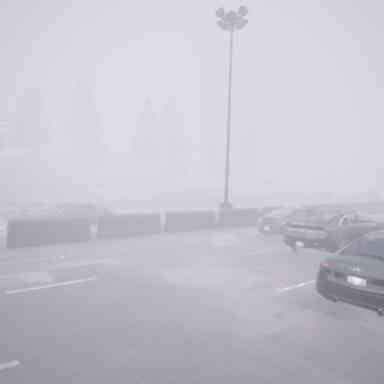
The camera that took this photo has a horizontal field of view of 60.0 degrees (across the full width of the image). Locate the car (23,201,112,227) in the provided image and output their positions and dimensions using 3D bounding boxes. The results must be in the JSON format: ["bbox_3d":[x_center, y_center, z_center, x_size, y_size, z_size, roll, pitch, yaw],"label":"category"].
[{"bbox_3d":[-7.277,1.447,20.295,4.902,1.511,2.128,-1,0,-35],"label":"car"}]

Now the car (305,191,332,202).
[{"bbox_3d":[20.379,0.832,52.860,5.566,2.045,2.150,-1,1,-35],"label":"car"}]

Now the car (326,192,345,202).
[{"bbox_3d":[22.727,1.173,50.251,4.181,1.385,1.994,-1,0,-35],"label":"car"}]

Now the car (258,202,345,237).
[{"bbox_3d":[5.178,1.416,16.037,4.674,1.442,1.812,-1,0,-35],"label":"car"}]

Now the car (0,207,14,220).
[{"bbox_3d":[-14.099,1.565,28.328,4.718,1.301,1.895,-1,0,-35],"label":"car"}]

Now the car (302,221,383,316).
[{"bbox_3d":[4.499,1.501,6.955,4.181,1.385,1.994,-1,0,-36],"label":"car"}]

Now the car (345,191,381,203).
[{"bbox_3d":[24.700,0.830,47.360,5.566,2.045,2.150,-1,0,-35],"label":"car"}]

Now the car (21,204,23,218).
[{"bbox_3d":[-8.963,1.457,23.392,4.892,1.490,1.837,-1,0,-35],"label":"car"}]

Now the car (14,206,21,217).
[{"bbox_3d":[-11.049,1.554,26.205,4.718,1.301,1.895,-1,0,-35],"label":"car"}]

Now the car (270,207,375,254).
[{"bbox_3d":[5.356,1.400,11.864,4.902,1.511,2.128,-1,0,-36],"label":"car"}]
